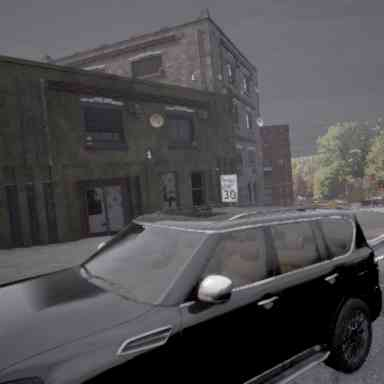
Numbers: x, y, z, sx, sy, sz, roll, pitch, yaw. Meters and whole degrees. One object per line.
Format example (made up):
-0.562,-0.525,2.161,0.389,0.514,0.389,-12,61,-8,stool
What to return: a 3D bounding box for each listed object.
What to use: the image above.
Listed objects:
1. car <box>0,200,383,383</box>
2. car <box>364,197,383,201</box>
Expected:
0.160,1.216,3.985,5.566,2.045,2.150,0,0,-38,car
28.696,1.485,52.850,1.882,1.535,5.008,-5,-2,-1,car
